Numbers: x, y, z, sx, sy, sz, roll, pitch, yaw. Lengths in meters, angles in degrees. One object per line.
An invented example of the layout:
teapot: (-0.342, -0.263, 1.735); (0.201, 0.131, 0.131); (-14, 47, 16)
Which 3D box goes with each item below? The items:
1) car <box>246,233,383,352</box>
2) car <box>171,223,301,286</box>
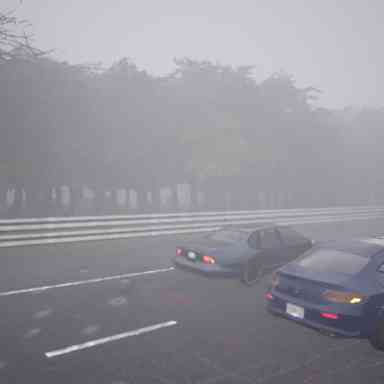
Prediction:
car: (3.384, 1.571, 6.185); (4.674, 1.442, 1.812); (0, 0, -35)
car: (2.044, 1.600, 9.520); (5.357, 1.411, 2.033); (0, 0, -35)
